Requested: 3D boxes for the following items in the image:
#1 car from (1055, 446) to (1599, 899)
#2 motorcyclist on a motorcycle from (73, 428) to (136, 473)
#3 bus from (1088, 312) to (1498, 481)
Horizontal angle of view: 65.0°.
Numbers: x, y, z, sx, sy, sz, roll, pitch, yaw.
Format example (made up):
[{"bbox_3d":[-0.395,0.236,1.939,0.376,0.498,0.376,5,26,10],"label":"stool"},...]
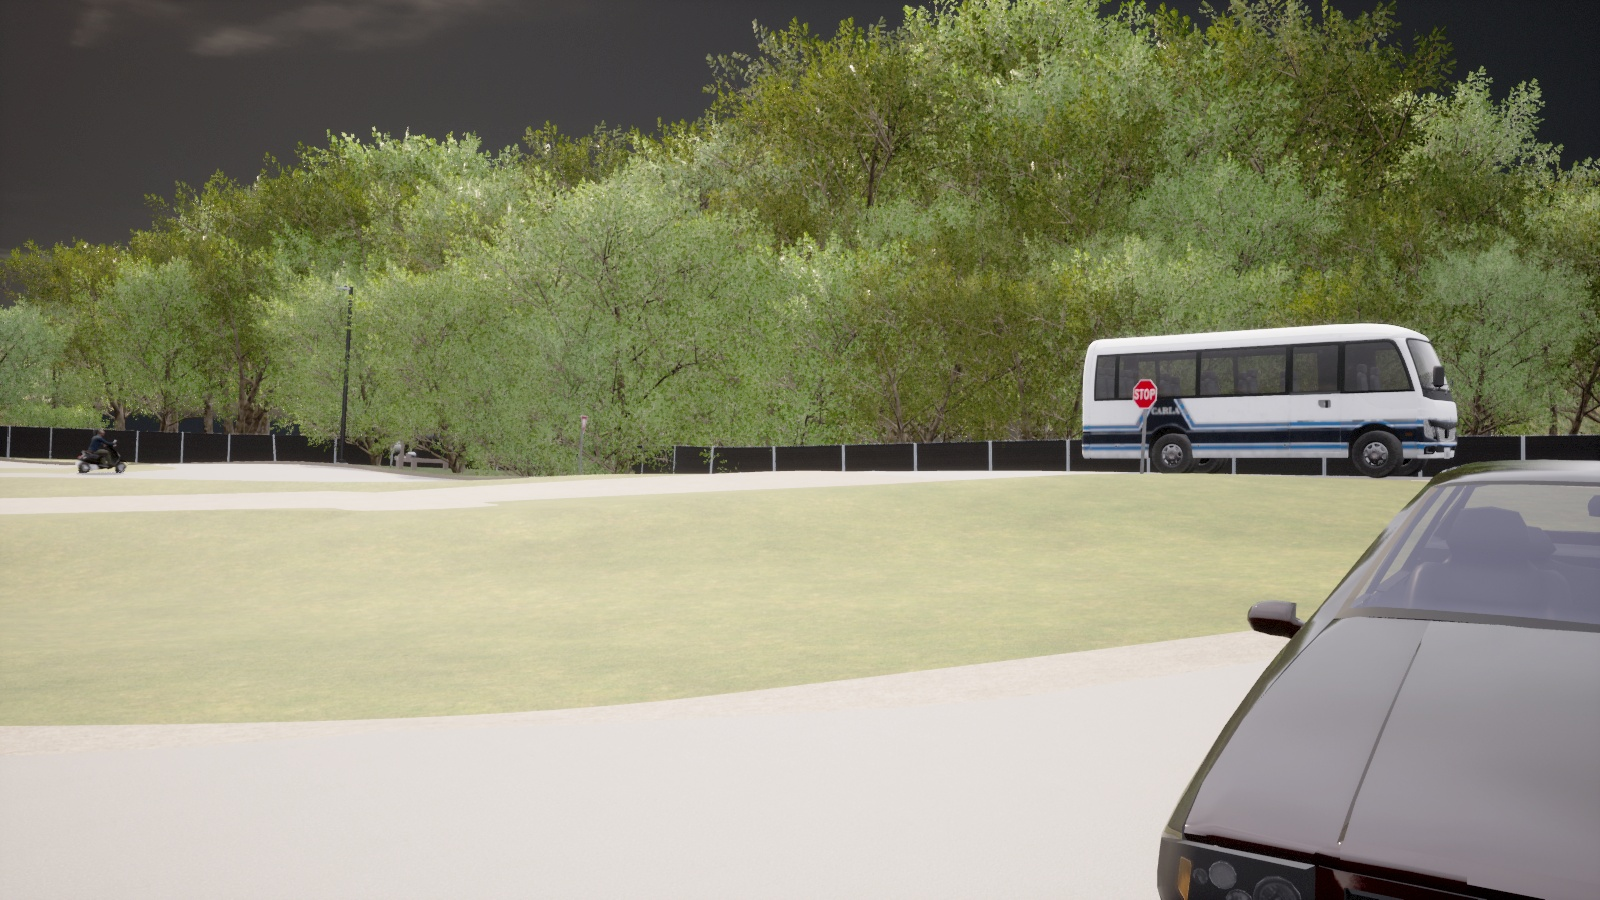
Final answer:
[{"bbox_3d":[2.823,0.751,4.234,2.033,1.411,5.357,2,2,33],"label":"car"},{"bbox_3d":[-25.178,0.034,45.473,0.866,1.590,1.817,0,-1,31],"label":"motorcyclist on a motorcycle"},{"bbox_3d":[13.965,-1.336,36.279,10.273,4.253,3.944,0,0,39],"label":"bus"}]
